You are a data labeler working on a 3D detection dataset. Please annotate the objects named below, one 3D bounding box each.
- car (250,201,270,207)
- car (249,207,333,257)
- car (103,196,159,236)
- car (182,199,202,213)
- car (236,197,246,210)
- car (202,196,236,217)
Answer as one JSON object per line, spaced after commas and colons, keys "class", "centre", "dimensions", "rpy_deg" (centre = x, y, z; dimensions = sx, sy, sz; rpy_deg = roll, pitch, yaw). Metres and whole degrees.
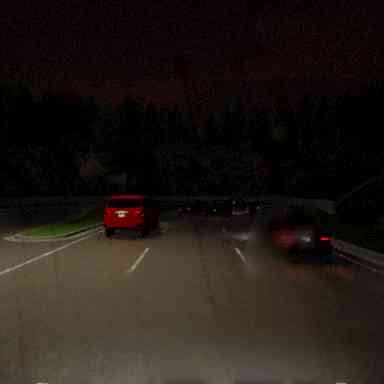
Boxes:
{"class": "car", "centre": [7.084, 1.564, 34.540], "dimensions": [1.994, 1.385, 4.181], "rpy_deg": [0, 0, 16]}
{"class": "car", "centre": [3.626, 1.547, 12.956], "dimensions": [2.033, 1.411, 5.357], "rpy_deg": [0, 0, 1]}
{"class": "car", "centre": [-3.218, 1.221, 18.499], "dimensions": [2.150, 2.045, 5.566], "rpy_deg": [0, 0, 3]}
{"class": "car", "centre": [0.276, 1.526, 36.180], "dimensions": [1.812, 1.442, 4.674], "rpy_deg": [0, 0, 16]}
{"class": "car", "centre": [5.610, 1.352, 42.328], "dimensions": [2.097, 1.767, 4.553], "rpy_deg": [0, 0, 16]}
{"class": "car", "centre": [2.701, 1.478, 31.843], "dimensions": [1.882, 1.535, 5.008], "rpy_deg": [0, 0, 15]}
